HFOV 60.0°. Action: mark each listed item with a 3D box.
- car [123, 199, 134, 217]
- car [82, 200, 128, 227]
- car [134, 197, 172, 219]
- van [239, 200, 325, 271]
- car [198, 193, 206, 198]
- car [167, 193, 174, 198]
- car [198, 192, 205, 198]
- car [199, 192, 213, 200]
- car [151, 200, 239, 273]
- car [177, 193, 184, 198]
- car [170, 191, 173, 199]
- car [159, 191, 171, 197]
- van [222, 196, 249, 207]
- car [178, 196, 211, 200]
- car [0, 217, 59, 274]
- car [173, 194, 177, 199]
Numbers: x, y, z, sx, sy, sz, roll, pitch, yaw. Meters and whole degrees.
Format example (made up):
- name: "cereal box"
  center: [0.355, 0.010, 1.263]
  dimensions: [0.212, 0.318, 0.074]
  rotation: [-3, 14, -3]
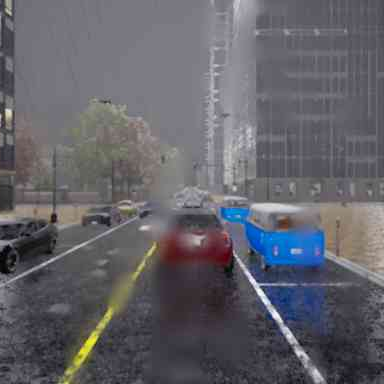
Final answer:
- name: "car"
  center: [-5.814, 1.345, 29.066]
  dimensions: [1.752, 1.417, 4.829]
  rotation: [0, 0, 0]
- name: "car"
  center: [-5.767, 1.436, 21.832]
  dimensions: [1.947, 1.339, 4.313]
  rotation: [0, 0, 0]
- name: "car"
  center: [-3.061, 1.381, 27.192]
  dimensions: [2.033, 1.411, 5.357]
  rotation: [0, 0, 0]
- name: "van"
  center: [2.694, 1.287, 10.435]
  dimensions: [1.690, 1.788, 3.998]
  rotation: [0, 0, 0]
- name: "car"
  center: [2.702, 0.973, 88.362]
  dimensions: [1.947, 1.339, 4.313]
  rotation: [0, 0, 0]
- name: "car"
  center: [-5.679, 0.988, 88.367]
  dimensions: [1.802, 1.307, 4.206]
  rotation: [0, 0, 0]
- name: "car"
  center: [2.703, 0.803, 94.042]
  dimensions: [1.967, 1.590, 4.097]
  rotation: [0, 0, 0]
- name: "car"
  center: [2.699, 1.047, 59.957]
  dimensions: [1.967, 1.590, 4.097]
  rotation: [0, 0, 0]
- name: "car"
  center: [0.082, 1.298, 10.675]
  dimensions: [2.097, 1.767, 4.553]
  rotation: [0, 0, 0]
- name: "car"
  center: [-2.992, 0.975, 85.750]
  dimensions: [1.994, 1.385, 4.181]
  rotation: [0, 0, 0]
- name: "car"
  center: [-5.681, 1.079, 71.319]
  dimensions: [2.008, 1.369, 4.403]
  rotation: [0, 0, 0]
- name: "car"
  center: [-5.681, 1.112, 65.636]
  dimensions: [1.887, 1.381, 4.507]
  rotation: [0, 0, 0]
- name: "van"
  center: [2.777, 1.211, 21.832]
  dimensions: [1.690, 1.788, 3.998]
  rotation: [0, 0, 0]
- name: "car"
  center: [0.084, 1.338, 25.288]
  dimensions: [2.128, 1.511, 4.902]
  rotation: [0, 0, 0]
- name: "car"
  center: [-5.688, 1.512, 10.436]
  dimensions: [1.947, 1.339, 4.313]
  rotation: [0, 0, 0]
- name: "car"
  center: [-5.679, 0.763, 82.683]
  dimensions: [2.192, 1.841, 5.009]
  rotation: [0, 0, 0]
